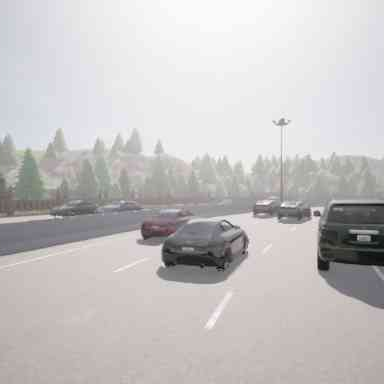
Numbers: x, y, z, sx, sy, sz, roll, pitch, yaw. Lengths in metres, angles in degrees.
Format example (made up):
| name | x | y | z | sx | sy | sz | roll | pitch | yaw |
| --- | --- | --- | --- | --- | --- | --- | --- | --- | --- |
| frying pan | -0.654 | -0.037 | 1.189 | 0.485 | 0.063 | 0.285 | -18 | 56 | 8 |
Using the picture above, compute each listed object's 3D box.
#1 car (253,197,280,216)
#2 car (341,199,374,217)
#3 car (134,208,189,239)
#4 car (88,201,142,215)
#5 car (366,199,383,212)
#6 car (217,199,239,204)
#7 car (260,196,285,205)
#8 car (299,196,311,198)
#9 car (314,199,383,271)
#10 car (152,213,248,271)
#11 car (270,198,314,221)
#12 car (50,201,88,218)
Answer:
| name | x | y | z | sx | sy | sz | roll | pitch | yaw |
| --- | --- | --- | --- | --- | --- | --- | --- | --- | --- |
| car | 7.508 | 1.507 | 32.164 | 2.128 | 1.511 | 4.902 | 0 | 0 | 34 |
| car | 16.015 | 1.463 | 32.085 | 1.882 | 1.535 | 5.008 | 0 | 0 | 38 |
| car | -0.862 | 1.574 | 16.931 | 1.994 | 1.385 | 4.181 | 0 | 0 | 23 |
| car | -6.435 | 1.536 | 29.788 | 2.128 | 1.511 | 4.902 | 0 | 0 | 29 |
| car | 22.538 | 1.536 | 39.667 | 1.994 | 1.385 | 4.181 | 0 | 0 | 45 |
| car | 4.342 | 1.575 | 40.083 | 1.812 | 1.442 | 4.674 | 0 | 0 | 38 |
| car | 14.892 | 1.592 | 61.341 | 4.902 | 1.511 | 2.128 | 0 | 0 | -40 |
| car | 20.625 | 1.557 | 61.522 | 5.008 | 1.535 | 1.882 | 0 | 0 | -38 |
| car | 5.165 | 1.222 | 10.632 | 2.150 | 2.045 | 5.566 | 0 | 0 | 21 |
| car | 0.584 | 1.566 | 11.148 | 1.994 | 1.385 | 4.181 | 0 | 0 | 20 |
| car | 8.411 | 1.495 | 27.157 | 2.128 | 1.511 | 4.902 | 0 | 0 | 31 |
| car | -10.377 | 1.556 | 29.860 | 1.837 | 1.490 | 4.892 | 0 | 0 | 28 |
